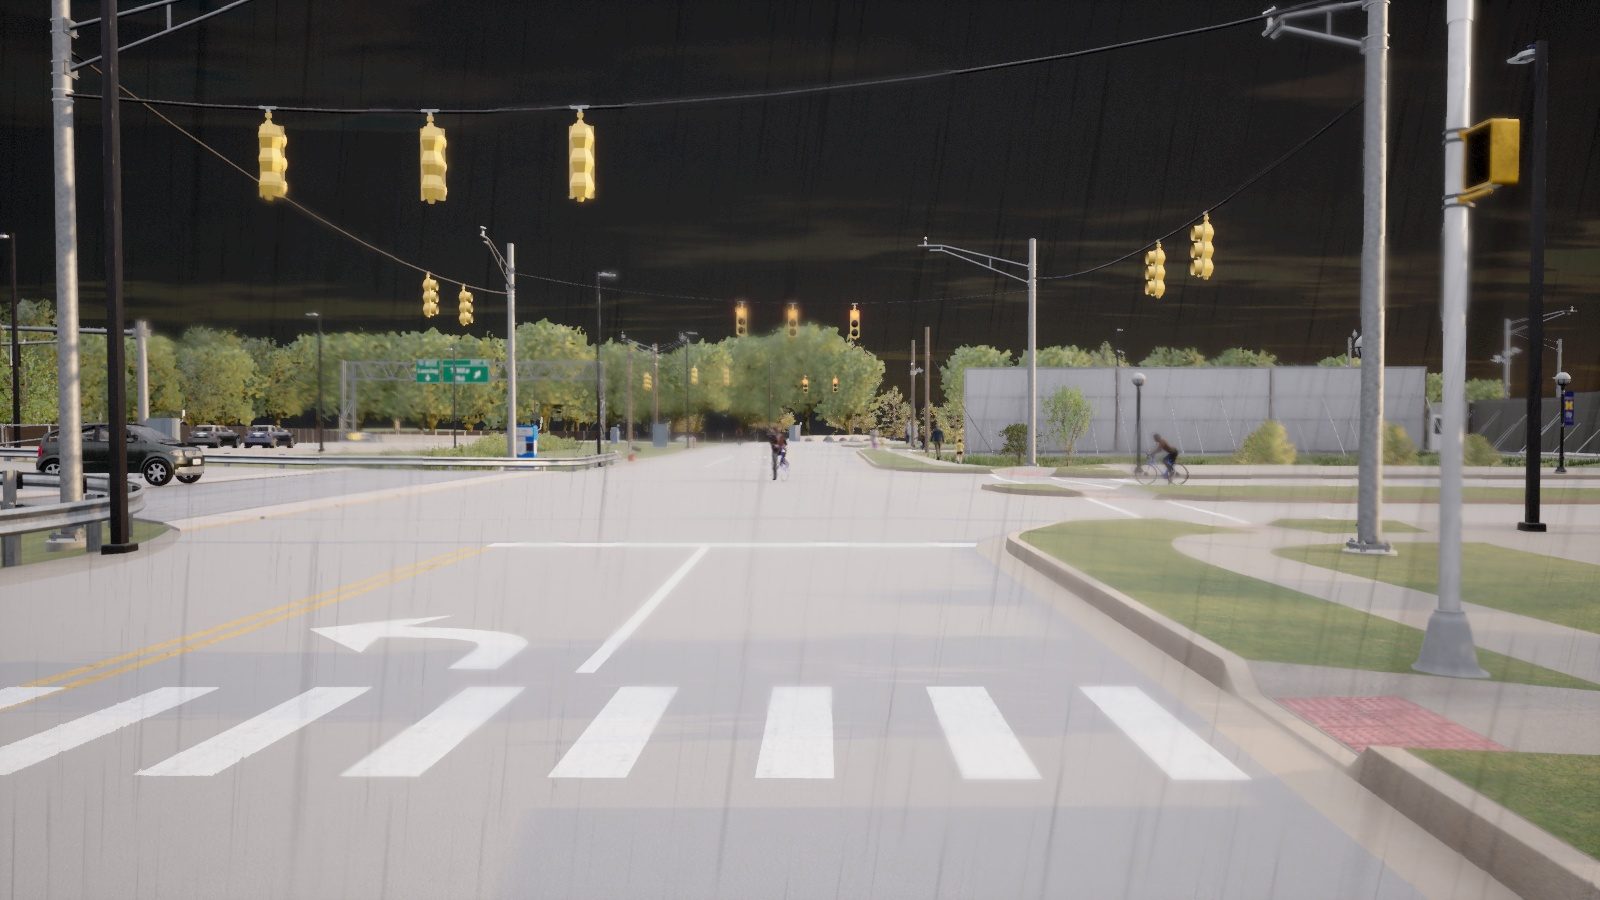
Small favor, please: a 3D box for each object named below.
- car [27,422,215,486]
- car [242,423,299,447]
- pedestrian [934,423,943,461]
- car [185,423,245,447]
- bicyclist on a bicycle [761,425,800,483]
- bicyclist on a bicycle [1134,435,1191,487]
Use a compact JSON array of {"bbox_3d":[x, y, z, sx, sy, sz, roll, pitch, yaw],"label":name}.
[{"bbox_3d":[-16.832,0.080,31.250,3.705,1.549,1.789,0,1,1],"label":"car"},{"bbox_3d":[-33.502,-0.920,79.510,1.970,1.475,3.806,0,1,1],"label":"car"},{"bbox_3d":[6.798,-0.412,61.767,0.402,1.842,0.726,0,2,3],"label":"pedestrian"},{"bbox_3d":[-37.002,-0.923,79.534,1.970,1.475,3.806,0,1,1],"label":"car"},{"bbox_3d":[-0.616,0.126,39.528,0.659,1.776,1.843,1,1,-19],"label":"bicyclist on a bicycle"},{"bbox_3d":[11.428,0.330,39.639,1.656,1.620,0.582,1,1,11],"label":"bicyclist on a bicycle"}]
